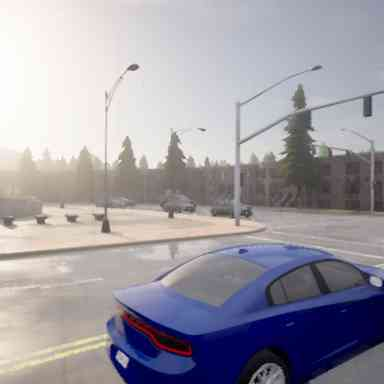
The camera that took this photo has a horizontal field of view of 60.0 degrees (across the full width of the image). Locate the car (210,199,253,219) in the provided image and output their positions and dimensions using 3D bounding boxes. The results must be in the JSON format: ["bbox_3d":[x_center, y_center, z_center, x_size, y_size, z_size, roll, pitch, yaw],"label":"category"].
[{"bbox_3d":[3.561,1.636,30.579,1.994,1.385,4.181,0,0,-36],"label":"car"}]

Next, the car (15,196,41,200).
[{"bbox_3d":[-30.000,1.541,60.595,4.892,1.490,1.837,0,0,5],"label":"car"}]

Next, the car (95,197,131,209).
[{"bbox_3d":[-11.482,1.553,46.870,4.902,1.511,2.128,0,0,32],"label":"car"}]

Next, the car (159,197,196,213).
[{"bbox_3d":[-1.482,1.635,37.305,1.994,1.385,4.181,0,0,-38],"label":"car"}]

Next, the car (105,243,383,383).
[{"bbox_3d":[1.329,1.491,4.733,5.008,1.535,1.882,0,0,-35],"label":"car"}]

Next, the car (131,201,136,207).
[{"bbox_3d":[-10.748,1.549,50.504,5.008,1.535,1.882,0,0,31],"label":"car"}]

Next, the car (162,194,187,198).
[{"bbox_3d":[-1.918,1.303,43.253,2.150,2.045,5.566,0,0,-44],"label":"car"}]

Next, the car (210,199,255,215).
[{"bbox_3d":[4.229,1.562,35.572,1.882,1.535,5.008,0,0,-37],"label":"car"}]
